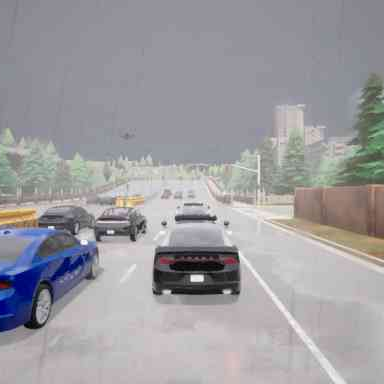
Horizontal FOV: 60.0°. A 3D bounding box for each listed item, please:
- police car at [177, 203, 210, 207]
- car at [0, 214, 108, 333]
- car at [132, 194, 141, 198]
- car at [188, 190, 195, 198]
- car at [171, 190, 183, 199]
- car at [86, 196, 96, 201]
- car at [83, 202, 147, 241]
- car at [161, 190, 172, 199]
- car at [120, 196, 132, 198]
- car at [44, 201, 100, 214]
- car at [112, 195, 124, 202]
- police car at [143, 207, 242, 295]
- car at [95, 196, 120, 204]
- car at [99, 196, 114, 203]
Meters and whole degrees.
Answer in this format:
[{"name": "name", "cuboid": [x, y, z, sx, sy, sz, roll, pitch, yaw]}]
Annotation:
[{"name": "police car", "cuboid": [0.090, 1.425, 18.771, 1.930, 1.638, 5.238, 0, 0, 0]}, {"name": "car", "cuboid": [-3.404, 1.478, 6.954, 1.882, 1.535, 5.008, 0, 0, 0]}, {"name": "car", "cuboid": [-14.126, 1.225, 85.000, 2.128, 1.511, 4.902, 0, 2, 0]}, {"name": "car", "cuboid": [-0.164, 0.931, 91.320, 1.895, 1.301, 4.718, 0, 4, 0]}, {"name": "car", "cuboid": [-3.645, 0.903, 88.111, 2.097, 1.767, 4.553, 0, 3, 0]}, {"name": "car", "cuboid": [-17.589, 1.506, 59.721, 1.837, 1.490, 4.892, 0, 0, 0]}, {"name": "car", "cuboid": [-3.417, 1.492, 16.528, 2.128, 1.511, 4.902, 0, 0, 1]}, {"name": "car", "cuboid": [-7.147, 1.071, 88.534, 1.994, 1.385, 4.181, 0, 4, 0]}, {"name": "car", "cuboid": [-14.044, 1.492, 66.255, 2.128, 1.511, 4.902, 0, 0, 0]}, {"name": "car", "cuboid": [-6.909, 1.505, 18.730, 1.837, 1.490, 4.892, 0, 0, 0]}, {"name": "car", "cuboid": [-17.590, 1.513, 78.925, 1.895, 1.301, 4.718, 0, 1, 0]}, {"name": "police car", "cuboid": [0.096, 1.425, 8.868, 1.930, 1.638, 5.238, 0, 0, 0]}, {"name": "car", "cuboid": [-14.106, 1.548, 56.059, 2.033, 1.411, 5.357, 0, 0, 0]}, {"name": "car", "cuboid": [-17.534, 1.552, 68.615, 1.994, 1.385, 4.181, 0, 0, 0]}]
